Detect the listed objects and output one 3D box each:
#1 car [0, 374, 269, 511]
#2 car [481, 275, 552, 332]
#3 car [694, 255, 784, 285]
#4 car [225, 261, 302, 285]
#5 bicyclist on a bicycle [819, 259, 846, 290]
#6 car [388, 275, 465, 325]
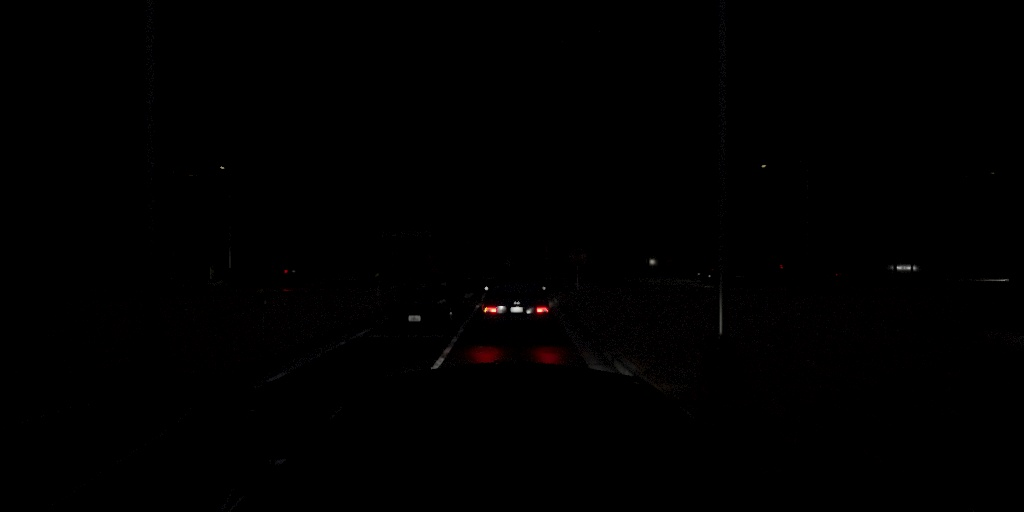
[{"bbox_3d":[-2.639,1.316,0.933,1.948,1.339,4.313,0,0,0],"label":"car"},{"bbox_3d":[0.102,1.292,10.834,2.033,1.411,5.357,0,0,0],"label":"car"},{"bbox_3d":[15.980,0.914,25.346,5.566,2.045,2.150,0,0,0],"label":"car"},{"bbox_3d":[-17.572,1.123,25.409,4.553,1.767,2.097,0,0,0],"label":"car"},{"bbox_3d":[17.390,1.011,19.483,0.582,1.620,1.656,0,0,0],"label":"bicyclist on a bicycle"},{"bbox_3d":[-2.619,1.309,11.837,1.948,1.339,4.313,0,0,0],"label":"car"}]
